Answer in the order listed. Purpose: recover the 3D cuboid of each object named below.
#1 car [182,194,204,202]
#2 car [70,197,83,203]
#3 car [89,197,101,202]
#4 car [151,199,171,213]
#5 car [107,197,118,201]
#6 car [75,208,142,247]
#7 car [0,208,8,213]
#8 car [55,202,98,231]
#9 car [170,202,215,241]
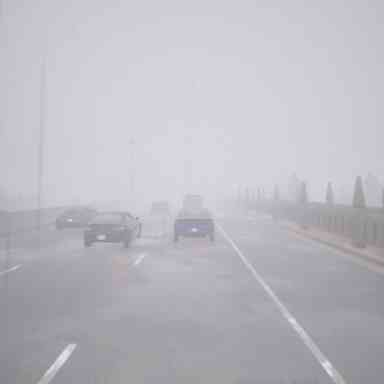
[{"bbox_3d":[0.102,1.264,36.222,2.150,2.045,5.566,0,0,0],"label":"car"},{"bbox_3d":[-22.323,1.627,64.335,1.882,1.535,5.008,0,0,-9],"label":"car"},{"bbox_3d":[-18.921,1.710,65.195,1.994,1.385,4.181,0,0,-9],"label":"car"},{"bbox_3d":[-3.398,1.535,36.681,2.128,1.511,4.902,0,0,0],"label":"car"},{"bbox_3d":[-15.086,1.646,63.373,1.837,1.490,4.892,0,0,-8],"label":"car"},{"bbox_3d":[-3.412,1.531,14.840,1.812,1.442,4.674,0,0,0],"label":"car"},{"bbox_3d":[-14.096,1.577,22.202,1.994,1.385,4.181,0,0,0],"label":"car"},{"bbox_3d":[-6.898,1.576,20.888,1.994,1.385,4.181,0,0,0],"label":"car"},{"bbox_3d":[0.101,1.486,16.867,1.882,1.535,5.008,0,0,0],"label":"car"}]
